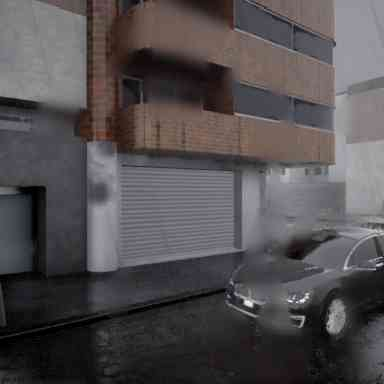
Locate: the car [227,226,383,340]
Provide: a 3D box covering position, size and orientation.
[{"bbox_3d":[2.866,1.505,6.652,4.892,1.490,1.837,0,0,-36],"label":"car"}]
